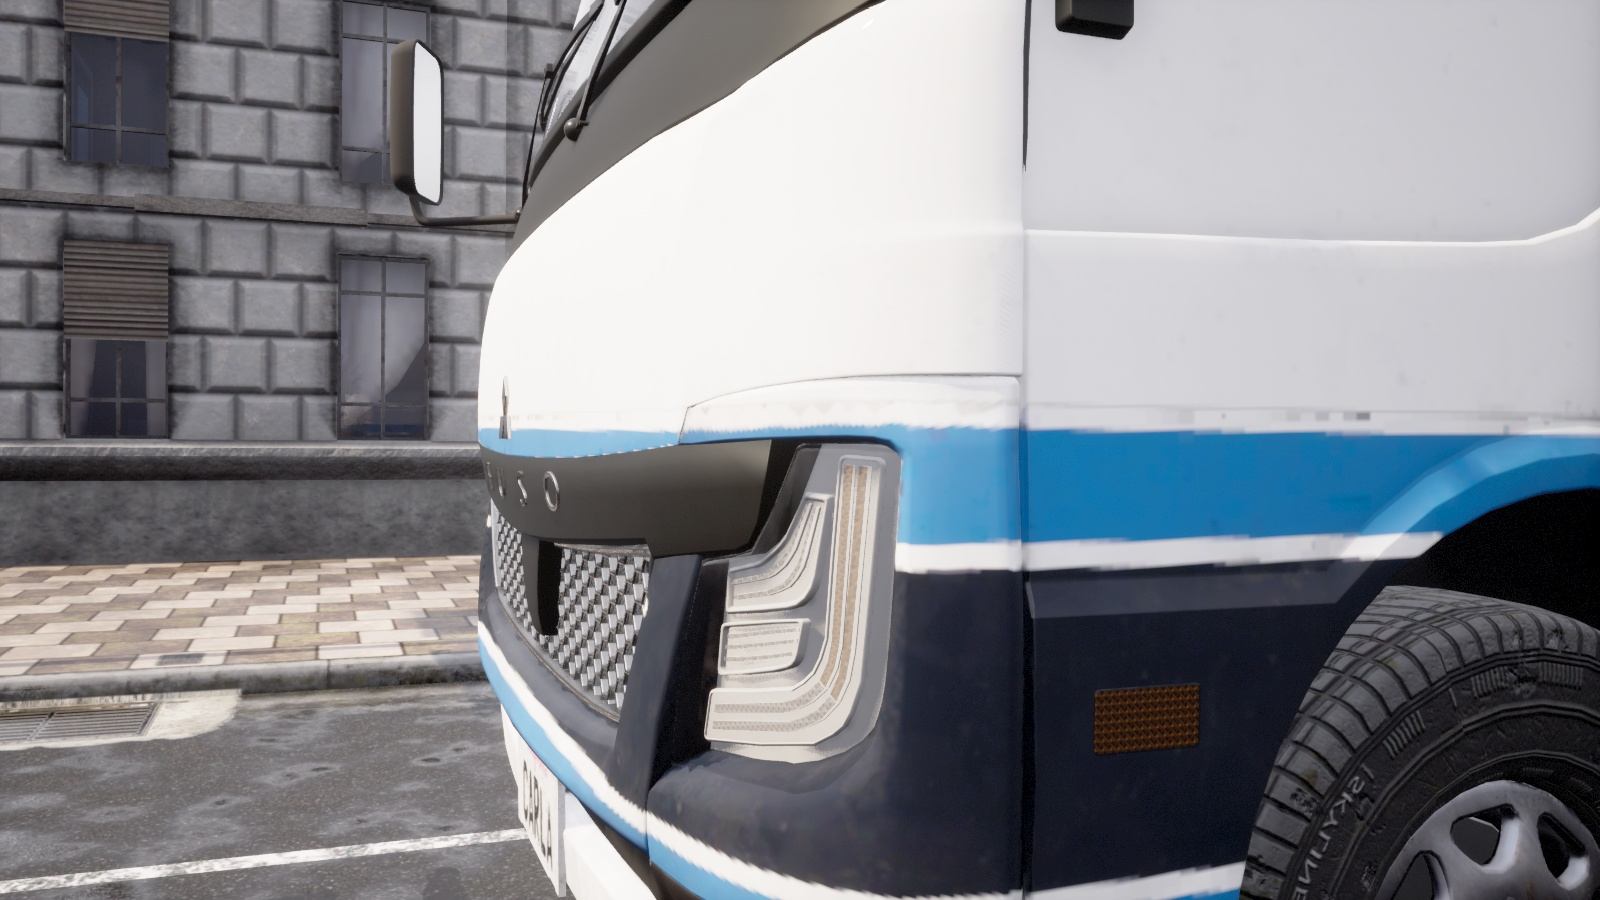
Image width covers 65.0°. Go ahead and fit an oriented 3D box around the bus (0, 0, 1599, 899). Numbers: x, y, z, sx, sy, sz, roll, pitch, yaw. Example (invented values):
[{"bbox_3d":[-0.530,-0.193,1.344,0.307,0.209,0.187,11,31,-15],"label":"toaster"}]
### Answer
[{"bbox_3d":[3.496,-0.691,4.578,10.273,4.253,3.944,-1,1,-21],"label":"bus"}]
